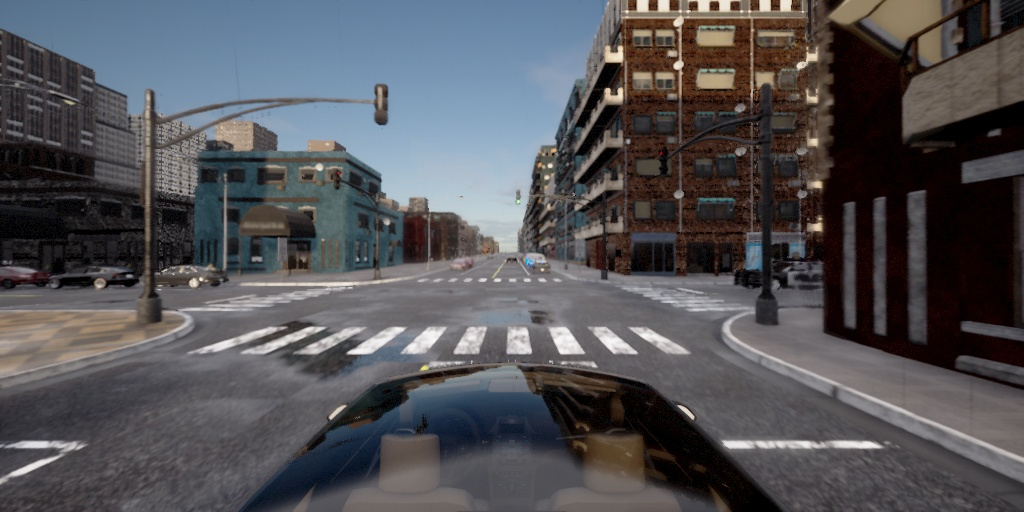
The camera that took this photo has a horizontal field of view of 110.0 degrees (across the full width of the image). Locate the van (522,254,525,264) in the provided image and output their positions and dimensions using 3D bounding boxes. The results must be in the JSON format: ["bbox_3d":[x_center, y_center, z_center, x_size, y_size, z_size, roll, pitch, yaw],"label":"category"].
[{"bbox_3d":[2.693,0.531,50.600,1.690,1.789,3.998,0,0,0],"label":"van"}]

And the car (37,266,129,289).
[{"bbox_3d":[-25.195,1.268,21.724,4.313,1.339,1.948,0,0,1],"label":"car"}]

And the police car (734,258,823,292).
[{"bbox_3d":[14.275,0.943,18.365,5.238,1.638,1.930,0,0,1],"label":"police car"}]

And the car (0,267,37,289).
[{"bbox_3d":[-30.675,1.309,21.799,4.207,1.307,1.802,0,0,1],"label":"car"}]

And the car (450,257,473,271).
[{"bbox_3d":[-5.689,0.904,39.403,1.802,1.307,4.207,0,0,0],"label":"car"}]

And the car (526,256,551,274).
[{"bbox_3d":[2.692,0.938,33.859,2.007,1.370,4.403,0,0,0],"label":"car"}]

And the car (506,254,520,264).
[{"bbox_3d":[0.001,0.519,62.916,1.882,1.535,5.008,0,1,0],"label":"car"}]

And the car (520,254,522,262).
[{"bbox_3d":[2.692,0.581,61.930,1.751,1.417,4.829,0,0,0],"label":"car"}]

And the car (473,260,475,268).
[{"bbox_3d":[-5.689,0.801,44.983,1.888,1.381,4.507,0,0,0],"label":"car"}]

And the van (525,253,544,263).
[{"bbox_3d":[2.692,0.662,39.438,1.690,1.789,3.998,0,0,0],"label":"van"}]

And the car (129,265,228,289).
[{"bbox_3d":[-19.714,1.228,21.648,4.403,1.370,2.007,0,0,1],"label":"car"}]
